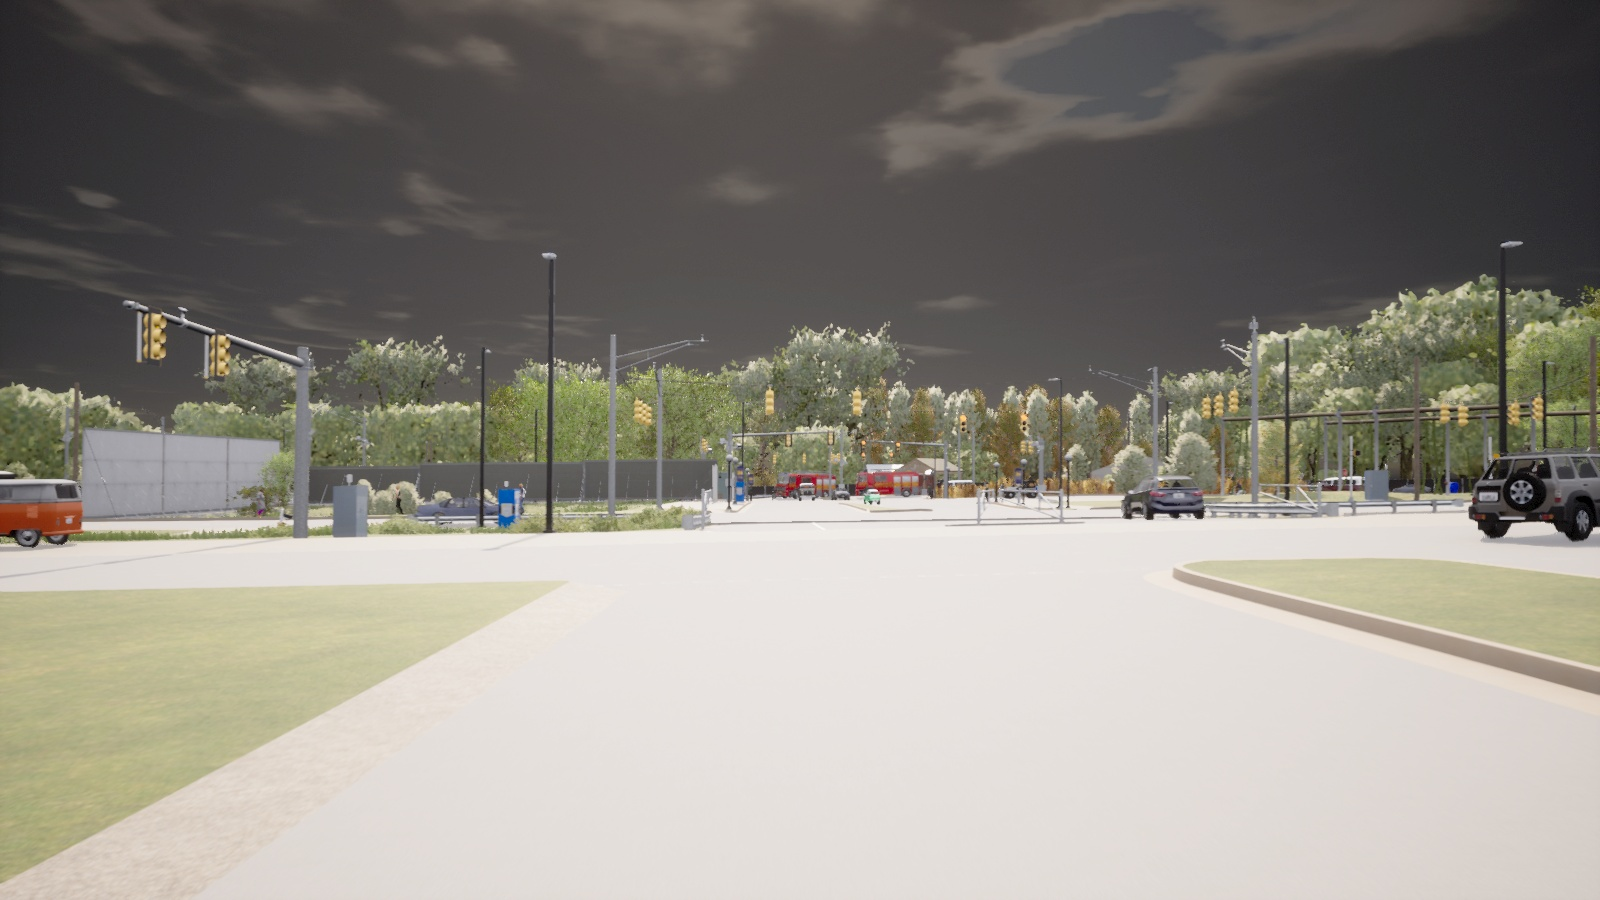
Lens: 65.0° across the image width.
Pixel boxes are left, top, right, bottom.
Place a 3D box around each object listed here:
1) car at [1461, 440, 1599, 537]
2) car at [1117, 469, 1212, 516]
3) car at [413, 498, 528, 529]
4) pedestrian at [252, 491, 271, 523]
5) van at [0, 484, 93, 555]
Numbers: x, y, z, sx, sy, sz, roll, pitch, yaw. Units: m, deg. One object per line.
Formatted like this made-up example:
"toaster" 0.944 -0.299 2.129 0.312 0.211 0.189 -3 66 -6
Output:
"car" 16.110 0.766 26.175 4.605 1.855 1.932 -1 -2 -31
"car" 14.040 1.679 48.694 2.242 1.667 4.611 -2 -3 -1
"car" -16.870 3.232 64.403 5.357 1.411 2.033 -1 -1 -1
"pedestrian" -33.142 3.511 77.256 0.873 1.952 0.659 0 -1 -1
"van" -23.435 2.044 36.742 4.442 1.987 1.775 -2 -1 -1
